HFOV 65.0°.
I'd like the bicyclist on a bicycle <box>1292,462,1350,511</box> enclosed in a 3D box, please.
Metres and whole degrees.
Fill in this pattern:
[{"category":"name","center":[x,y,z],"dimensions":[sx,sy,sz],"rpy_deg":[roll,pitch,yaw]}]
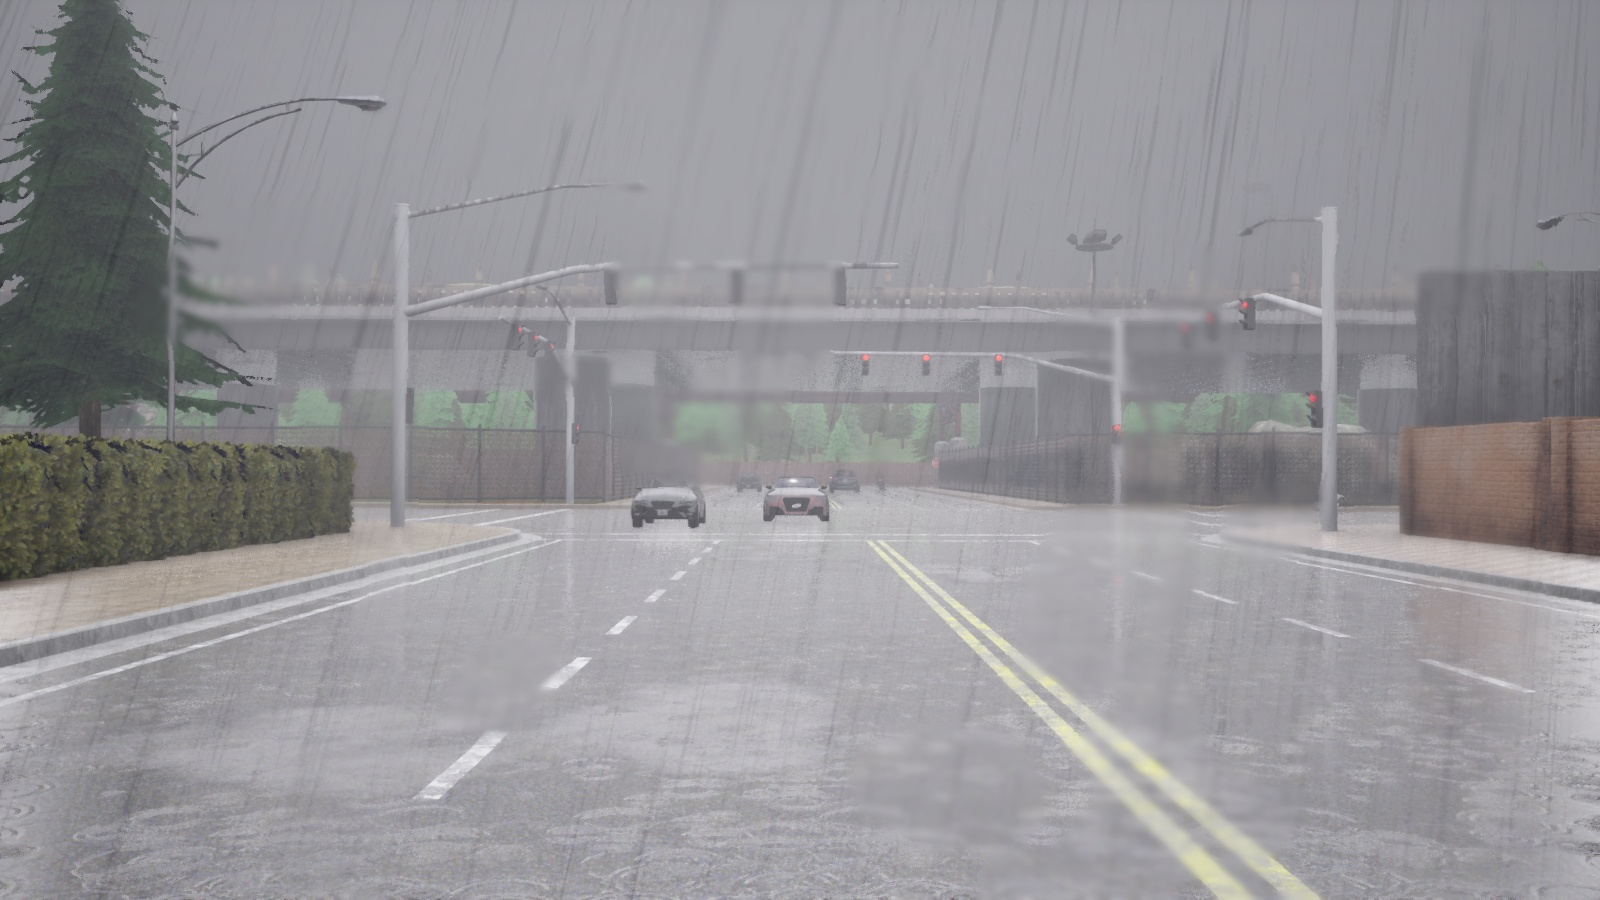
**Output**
[{"category":"bicyclist on a bicycle","center":[18.956,1.319,45.688],"dimensions":[1.843,1.776,0.659],"rpy_deg":[0,-1,0]}]

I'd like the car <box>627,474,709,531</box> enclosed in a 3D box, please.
[{"category":"car","center":[-3.587,1.404,34.754],"dimensions":[1.816,1.474,4.193],"rpy_deg":[0,-1,0]}]

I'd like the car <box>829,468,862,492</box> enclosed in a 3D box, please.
[{"category":"car","center":[3.271,2.177,91.446],"dimensions":[2.242,1.667,4.611],"rpy_deg":[0,-1,0]}]

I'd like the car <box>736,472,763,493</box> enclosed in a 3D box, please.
[{"category":"car","center":[-3.732,2.404,93.158],"dimensions":[1.816,1.474,4.193],"rpy_deg":[0,-1,0]}]

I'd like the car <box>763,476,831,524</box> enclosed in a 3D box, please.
[{"category":"car","center":[-0.098,1.507,39.035],"dimensions":[1.994,1.385,4.181],"rpy_deg":[0,-1,0]}]
